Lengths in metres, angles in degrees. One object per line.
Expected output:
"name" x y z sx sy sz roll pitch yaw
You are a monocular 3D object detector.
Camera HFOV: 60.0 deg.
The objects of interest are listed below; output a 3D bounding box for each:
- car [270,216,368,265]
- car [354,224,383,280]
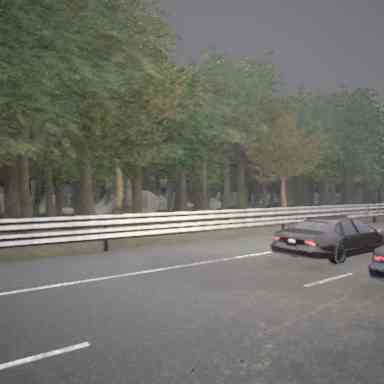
"car" 5.116 1.548 11.693 5.357 1.411 2.033 0 0 -35
"car" 6.578 1.549 8.439 5.357 1.411 2.033 0 0 -36
